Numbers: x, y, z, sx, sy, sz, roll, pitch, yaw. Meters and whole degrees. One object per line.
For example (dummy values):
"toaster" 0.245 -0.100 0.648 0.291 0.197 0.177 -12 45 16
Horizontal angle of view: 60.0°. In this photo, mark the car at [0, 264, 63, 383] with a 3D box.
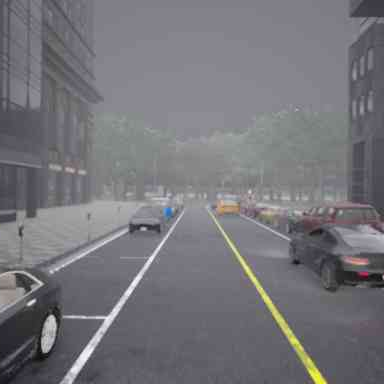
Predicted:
"car" -2.739 1.528 3.227 2.008 1.369 4.403 0 0 1

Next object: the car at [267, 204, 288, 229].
"car" 6.036 1.623 19.405 2.008 1.369 4.403 0 0 1

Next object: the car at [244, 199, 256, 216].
"car" 6.204 1.629 30.280 1.887 1.381 4.507 0 0 1

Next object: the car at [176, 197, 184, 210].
"car" -2.237 1.580 35.848 1.947 1.339 4.313 0 0 1

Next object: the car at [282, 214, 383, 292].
"car" 4.014 1.570 8.952 1.812 1.442 4.674 1 0 1

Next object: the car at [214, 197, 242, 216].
"car" 3.523 1.541 33.162 1.882 1.535 5.008 1 0 2

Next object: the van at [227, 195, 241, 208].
"van" 6.541 1.456 52.027 1.690 1.788 3.998 0 0 1

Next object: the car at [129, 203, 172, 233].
"car" -2.488 1.560 19.537 1.947 1.339 4.313 0 0 1

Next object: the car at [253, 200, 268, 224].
"car" 6.123 1.604 25.012 1.752 1.417 4.829 0 0 1

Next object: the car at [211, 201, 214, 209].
"car" 3.686 1.644 45.528 1.994 1.385 4.181 1 0 1

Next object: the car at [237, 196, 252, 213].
"car" 6.288 1.532 35.716 1.967 1.590 4.097 0 0 1

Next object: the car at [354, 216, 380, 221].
"car" 5.871 1.586 8.702 1.752 1.417 4.829 0 0 1

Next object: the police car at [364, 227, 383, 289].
"police car" 3.923 1.464 3.063 1.930 1.638 5.238 1 0 1

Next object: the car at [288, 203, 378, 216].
"car" 5.954 1.381 13.969 2.192 1.841 5.009 0 0 1

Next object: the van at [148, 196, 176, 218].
"van" -2.402 1.341 24.974 1.690 1.788 3.998 0 0 1

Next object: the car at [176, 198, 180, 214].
"car" -2.323 1.532 30.241 1.752 1.417 4.829 0 0 1

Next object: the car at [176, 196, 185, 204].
"car" -2.155 1.547 41.115 1.752 1.417 4.829 0 0 1

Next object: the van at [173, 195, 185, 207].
"van" -1.983 1.378 52.159 1.690 1.788 3.998 0 0 1
